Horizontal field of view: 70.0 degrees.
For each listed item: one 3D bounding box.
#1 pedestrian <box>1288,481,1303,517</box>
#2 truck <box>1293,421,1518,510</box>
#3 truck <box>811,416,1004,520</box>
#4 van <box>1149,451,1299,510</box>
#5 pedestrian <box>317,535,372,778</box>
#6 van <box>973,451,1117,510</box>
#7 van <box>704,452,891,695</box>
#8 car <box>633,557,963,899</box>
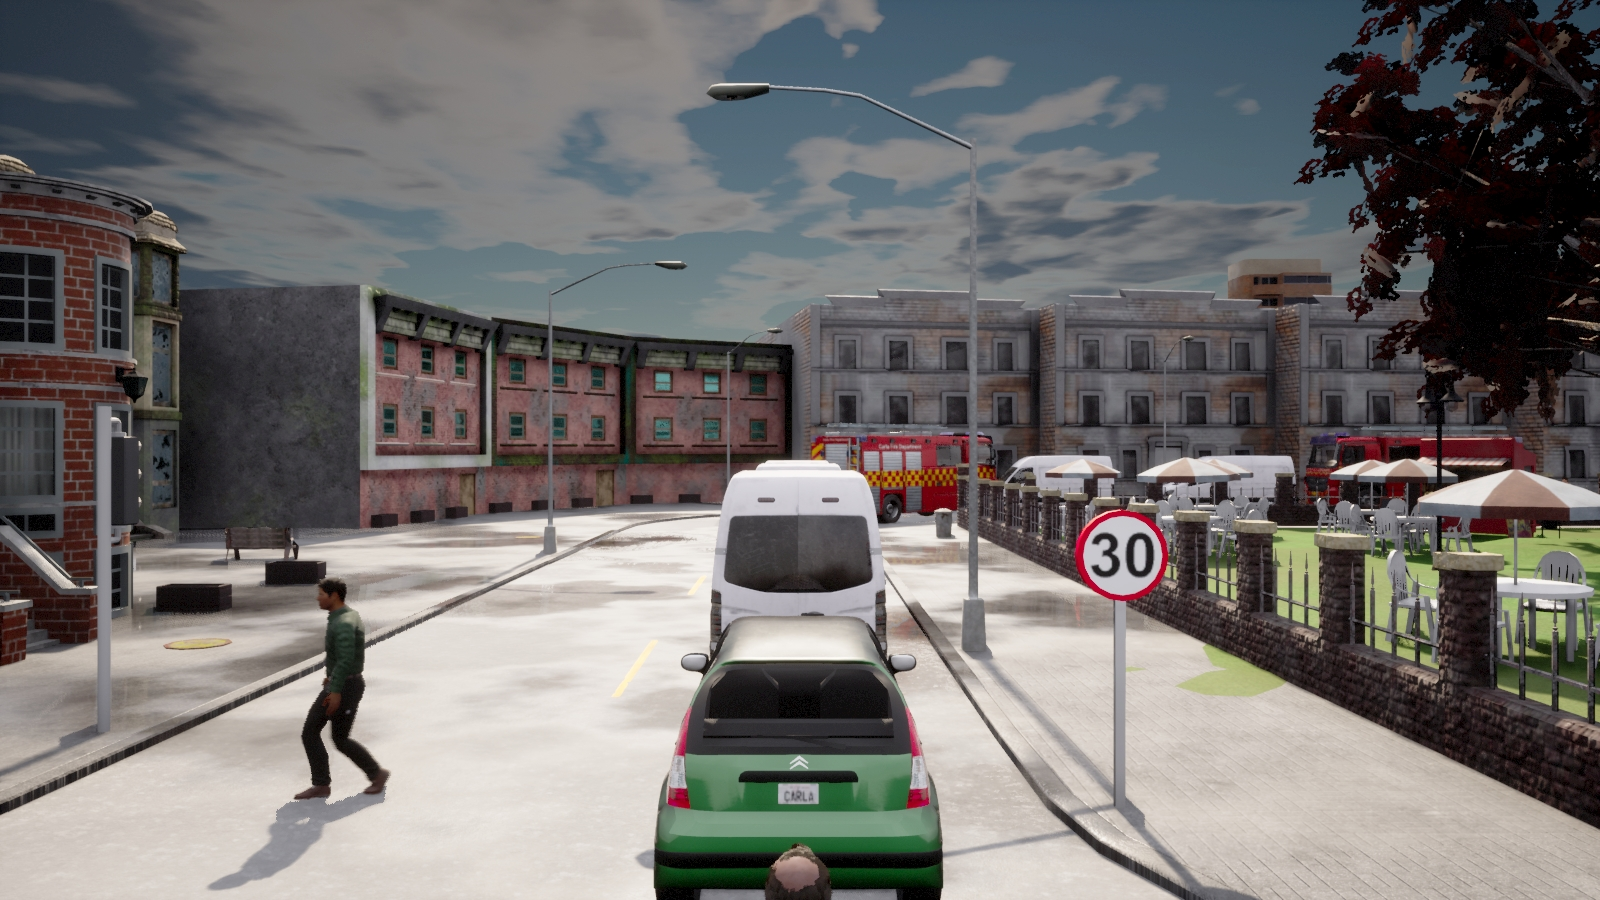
[{"bbox_3d":[18.127,1.805,41.787,0.375,1.300,0.375,0,0,4],"label":"pedestrian"},{"bbox_3d":[26.739,0.670,50.713,8.468,3.827,2.891,0,0,0],"label":"truck"},{"bbox_3d":[4.502,0.672,46.247,8.468,3.827,2.891,0,0,-43],"label":"truck"},{"bbox_3d":[18.656,1.314,50.452,5.915,2.561,1.988,0,0,0],"label":"van"},{"bbox_3d":[-3.660,1.629,9.172,0.375,1.860,0.375,0,0,-28],"label":"pedestrian"},{"bbox_3d":[10.768,1.314,50.430,5.915,2.561,1.988,0,0,0],"label":"van"},{"bbox_3d":[-0.025,1.315,15.105,1.988,2.561,5.915,0,0,0],"label":"van"},{"bbox_3d":[-0.015,1.779,8.404,1.851,1.617,3.988,0,0,0],"label":"car"}]
